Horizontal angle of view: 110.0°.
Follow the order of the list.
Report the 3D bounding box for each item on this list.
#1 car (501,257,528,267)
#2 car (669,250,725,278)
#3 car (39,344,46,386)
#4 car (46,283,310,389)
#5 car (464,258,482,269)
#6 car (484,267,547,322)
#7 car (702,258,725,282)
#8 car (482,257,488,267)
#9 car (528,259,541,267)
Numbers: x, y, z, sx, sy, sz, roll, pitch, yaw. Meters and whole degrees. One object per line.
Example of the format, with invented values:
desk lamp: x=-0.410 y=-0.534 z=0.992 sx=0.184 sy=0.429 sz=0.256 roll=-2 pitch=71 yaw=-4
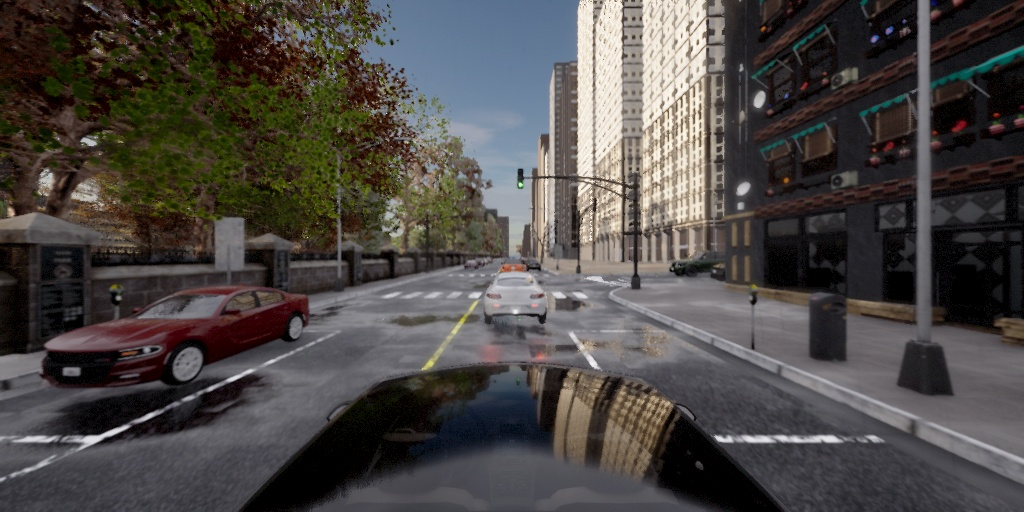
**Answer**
car: x=0.098 y=1.005 z=32.165 sx=2.097 sy=1.767 sz=4.553 roll=0 pitch=0 yaw=0
car: x=15.329 y=0.600 z=28.119 sx=5.566 sy=2.045 sz=2.150 roll=-1 pitch=0 yaw=0
car: x=-5.769 y=1.302 z=1.446 sx=2.007 sy=1.370 sz=4.403 roll=0 pitch=0 yaw=0
car: x=-5.822 y=1.277 z=6.986 sx=1.888 sy=1.381 sz=4.507 roll=0 pitch=0 yaw=0
car: x=-5.697 y=1.184 z=50.536 sx=1.802 sy=1.307 sz=4.207 roll=0 pitch=0 yaw=0
car: x=0.095 y=1.241 z=11.913 sx=1.812 sy=1.442 sz=4.674 roll=0 pitch=0 yaw=0
car: x=14.682 y=0.955 z=22.323 sx=4.313 sy=1.339 sz=1.948 roll=0 pitch=0 yaw=0
car: x=-5.698 y=1.014 z=61.801 sx=1.967 sy=1.591 sz=4.097 roll=0 pitch=0 yaw=0
car: x=2.683 y=1.183 z=44.905 sx=1.948 sy=1.339 sz=4.313 roll=0 pitch=0 yaw=0
